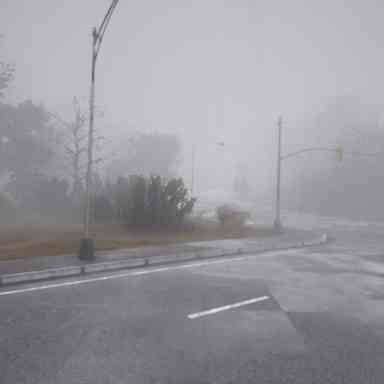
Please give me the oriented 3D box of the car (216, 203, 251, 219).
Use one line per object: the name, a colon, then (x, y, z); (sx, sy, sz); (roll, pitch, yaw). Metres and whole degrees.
car: (4.173, 1.897, 34.045); (1.882, 1.535, 5.008); (2, 0, -22)
